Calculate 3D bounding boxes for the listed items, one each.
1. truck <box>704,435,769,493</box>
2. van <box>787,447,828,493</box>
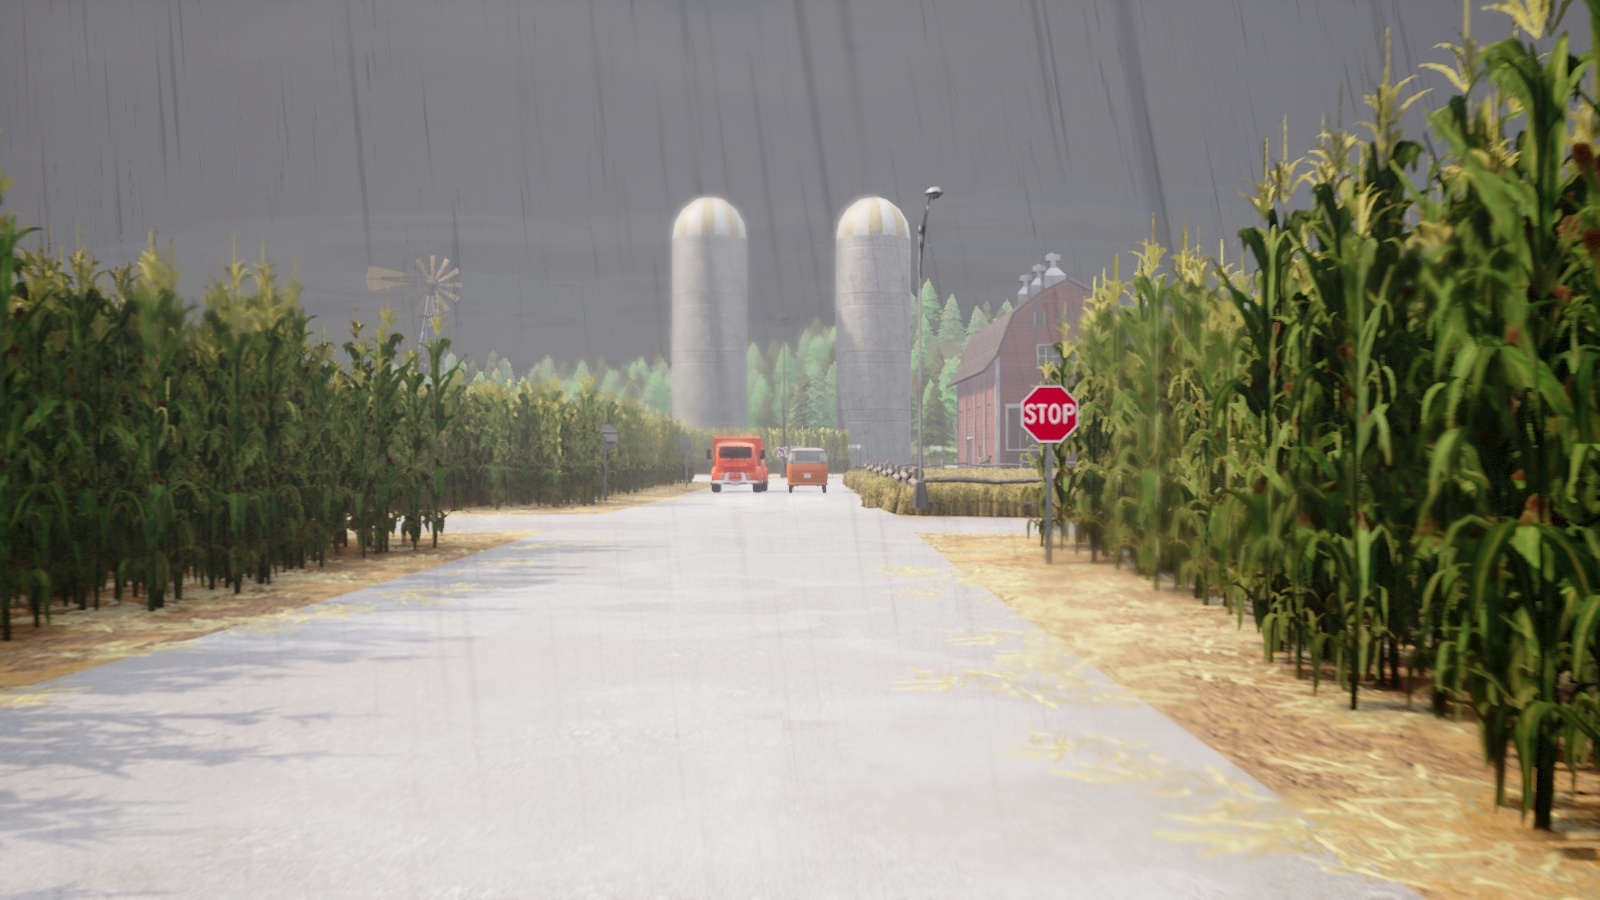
[{"bbox_3d":[-2.766,0.627,56.177,2.627,2.467,5.204,0,0,0],"label":"truck"},{"bbox_3d":[0.332,0.867,55.877,1.775,1.987,4.442,0,0,0],"label":"van"}]
